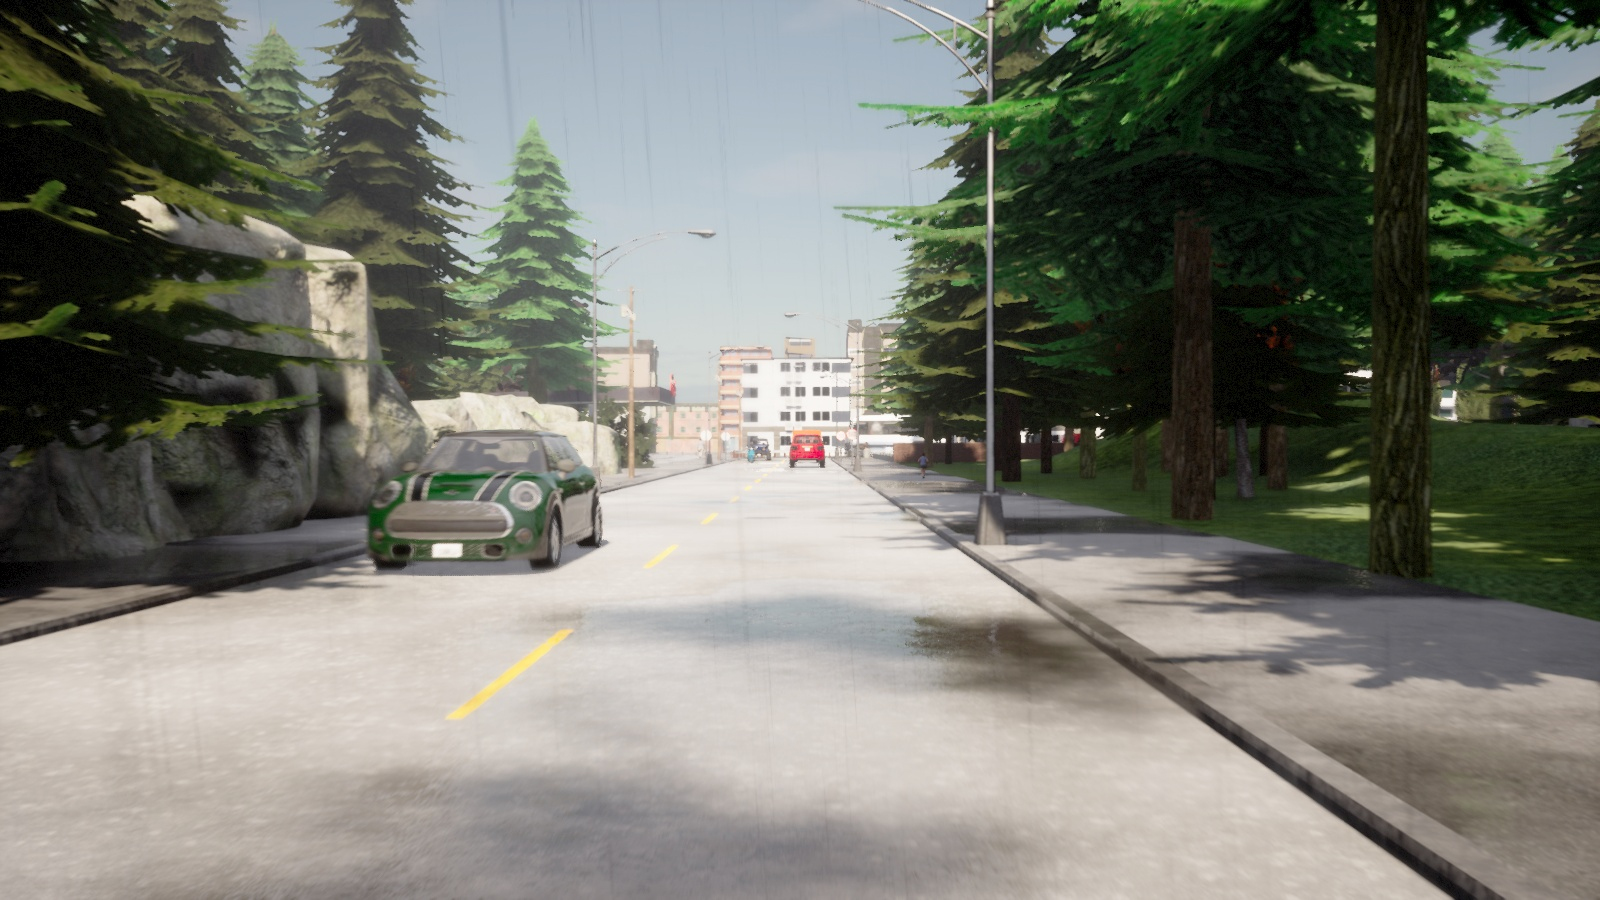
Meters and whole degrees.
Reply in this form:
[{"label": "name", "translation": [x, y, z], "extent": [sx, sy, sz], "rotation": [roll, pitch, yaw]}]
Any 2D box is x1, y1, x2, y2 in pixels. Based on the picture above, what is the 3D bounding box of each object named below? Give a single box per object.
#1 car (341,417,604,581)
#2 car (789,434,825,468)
[{"label": "car", "translation": [-3.894, 0.512, 15.842], "extent": [2.097, 1.767, 4.553], "rotation": [0, 0, 0]}, {"label": "car", "translation": [0.452, 0.029, 77.782], "extent": [2.150, 2.045, 5.566], "rotation": [0, 0, 0]}]
